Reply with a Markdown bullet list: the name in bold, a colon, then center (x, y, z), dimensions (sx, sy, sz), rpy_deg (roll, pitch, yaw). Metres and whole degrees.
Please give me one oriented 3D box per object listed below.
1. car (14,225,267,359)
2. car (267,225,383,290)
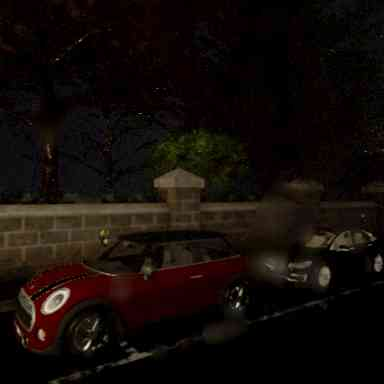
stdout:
- **car**: center (-0.864, 1.464, 5.946), dimensions (4.097, 1.590, 1.967), rpy_deg (1, 0, -36)
- **car**: center (3.719, 1.628, 9.215), dimensions (4.403, 1.369, 2.008), rpy_deg (1, 0, -36)
